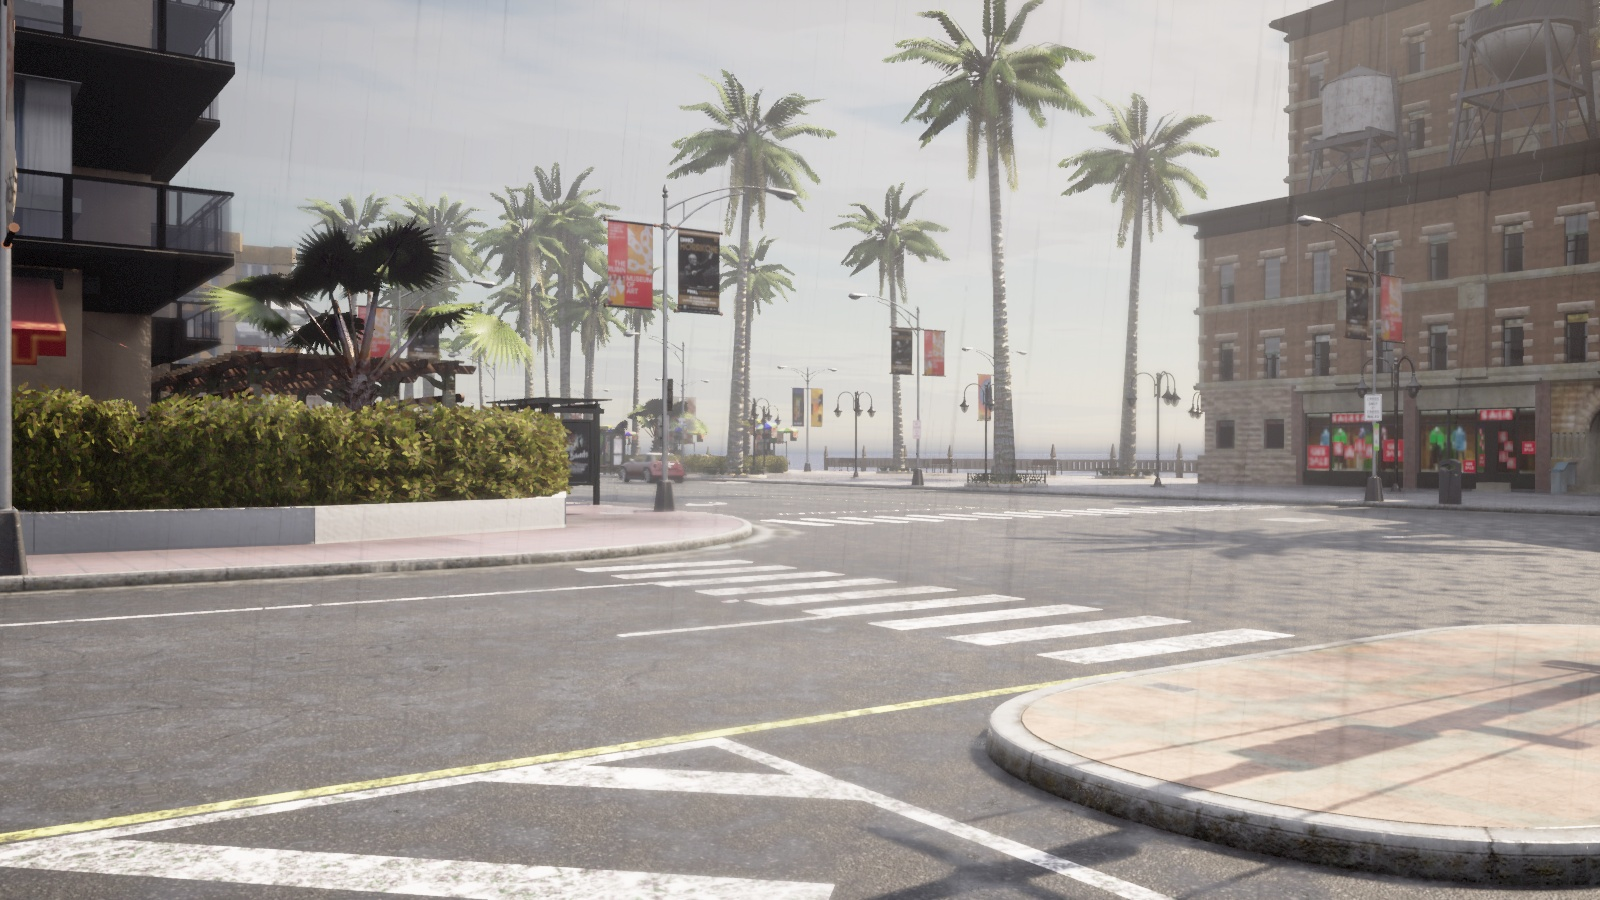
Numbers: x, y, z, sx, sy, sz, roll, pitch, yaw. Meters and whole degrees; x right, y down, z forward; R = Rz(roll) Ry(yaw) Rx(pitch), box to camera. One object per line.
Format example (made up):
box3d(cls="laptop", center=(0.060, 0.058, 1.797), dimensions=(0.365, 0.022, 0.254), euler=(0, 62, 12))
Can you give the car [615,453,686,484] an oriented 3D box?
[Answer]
box3d(cls="car", center=(-7.384, 0.877, 61.816), dimensions=(1.970, 1.475, 3.806), euler=(0, 0, -34))
